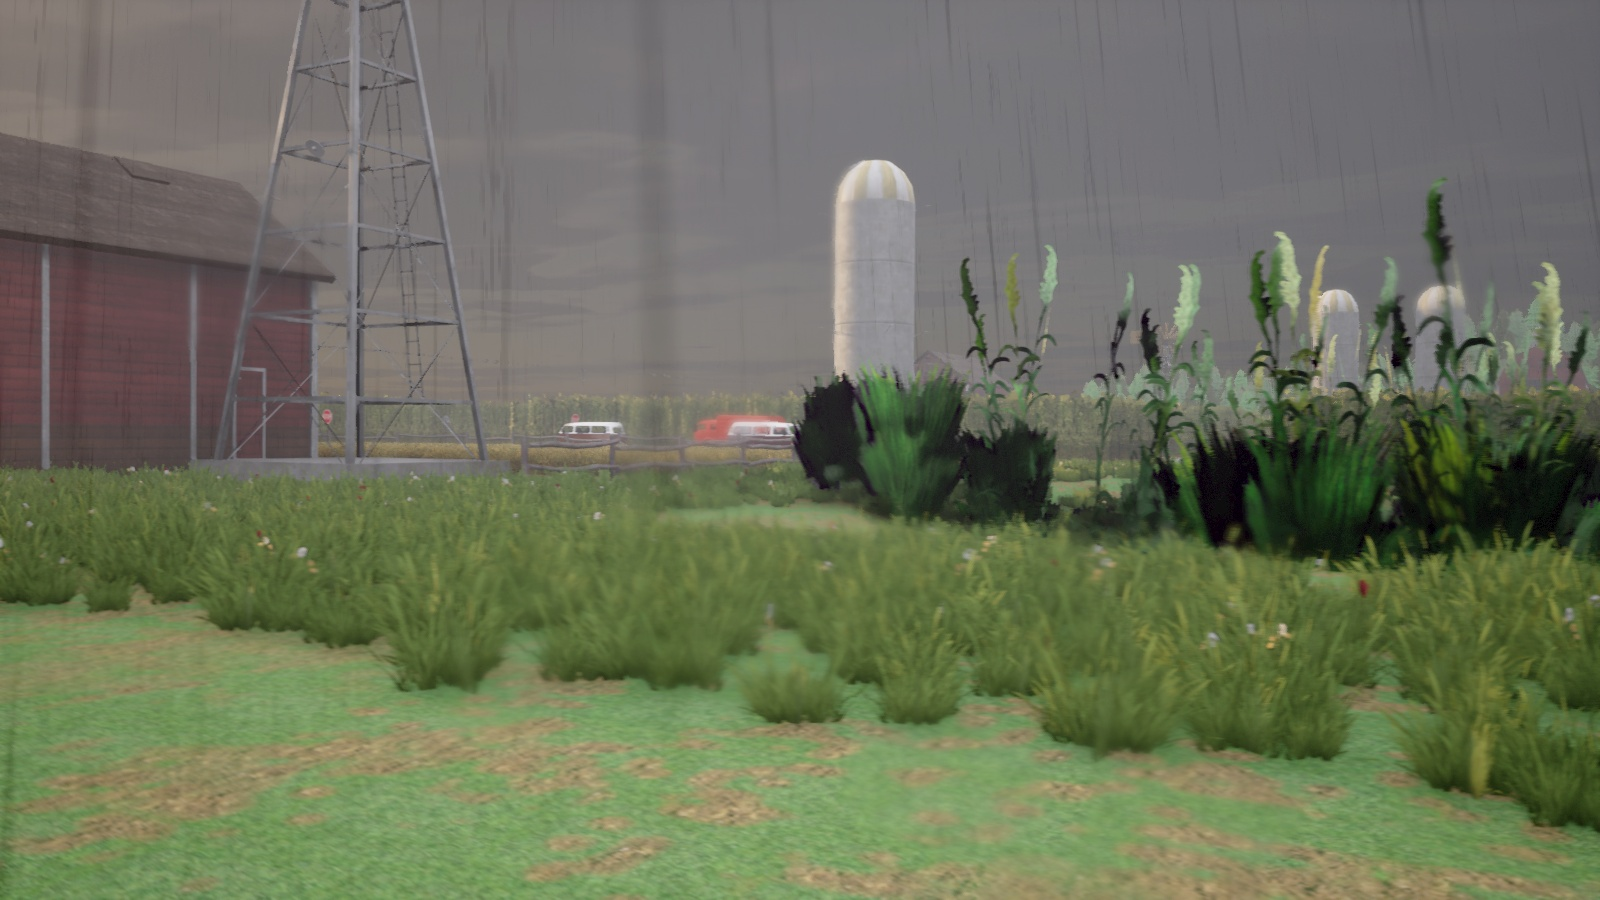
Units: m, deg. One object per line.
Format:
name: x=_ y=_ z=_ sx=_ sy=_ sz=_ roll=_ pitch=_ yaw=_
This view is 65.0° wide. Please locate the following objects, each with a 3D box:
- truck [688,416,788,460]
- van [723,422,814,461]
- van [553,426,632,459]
truck: x=-3.619 y=-0.709 z=72.971 sx=5.204 sy=2.467 sz=2.627 roll=1 pitch=1 yaw=28
van: x=-1.714 y=-0.464 z=68.454 sx=4.480 sy=2.038 sz=2.069 roll=0 pitch=1 yaw=28
van: x=-12.887 y=-0.488 z=77.895 sx=4.480 sy=2.038 sz=2.069 roll=0 pitch=1 yaw=28
